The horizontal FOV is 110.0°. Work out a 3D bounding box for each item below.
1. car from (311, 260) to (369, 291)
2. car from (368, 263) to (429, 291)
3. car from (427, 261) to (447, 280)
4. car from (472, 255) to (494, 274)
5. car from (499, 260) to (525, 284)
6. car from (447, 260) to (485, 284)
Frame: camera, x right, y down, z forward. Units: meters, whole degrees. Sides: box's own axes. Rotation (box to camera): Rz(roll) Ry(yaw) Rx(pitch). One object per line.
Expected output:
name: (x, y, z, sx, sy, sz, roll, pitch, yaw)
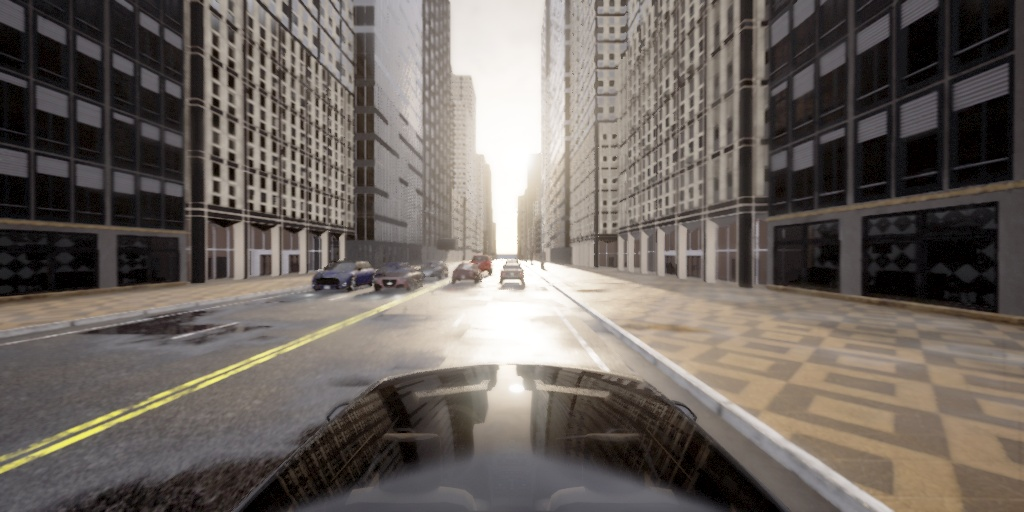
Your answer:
car: (-9.748, 1.061, 21.140, 2.097, 1.767, 4.553, 0, 0, 0)
car: (-6.499, 1.275, 21.021, 1.994, 1.385, 4.181, 0, 0, 0)
car: (-6.498, 1.181, 30.256, 2.128, 1.511, 4.902, 0, 0, 0)
car: (-3.221, 0.905, 39.072, 2.150, 2.045, 5.566, 0, 0, 0)
car: (0.005, 1.242, 26.475, 2.033, 1.411, 5.357, 0, 0, 0)
car: (-3.247, 1.220, 26.228, 1.812, 1.442, 4.674, 0, 0, 0)
